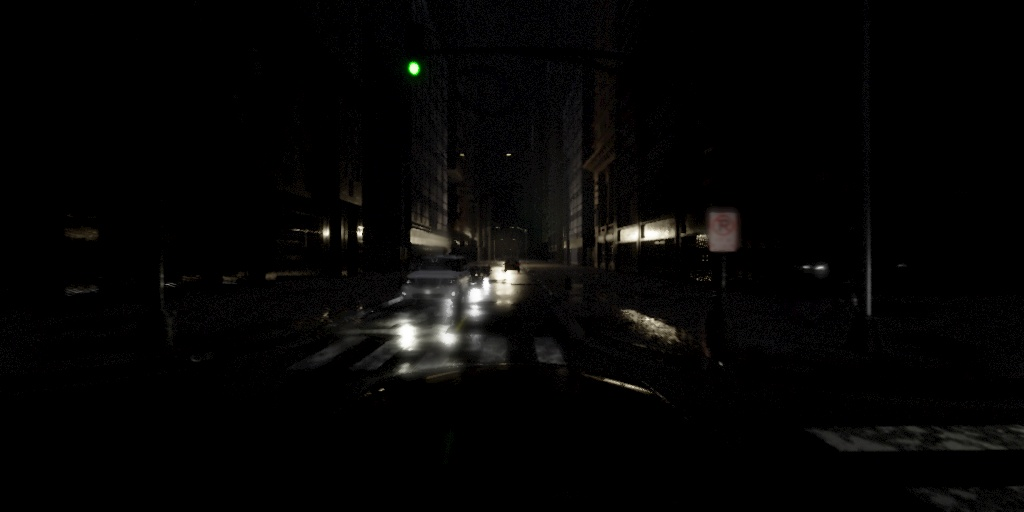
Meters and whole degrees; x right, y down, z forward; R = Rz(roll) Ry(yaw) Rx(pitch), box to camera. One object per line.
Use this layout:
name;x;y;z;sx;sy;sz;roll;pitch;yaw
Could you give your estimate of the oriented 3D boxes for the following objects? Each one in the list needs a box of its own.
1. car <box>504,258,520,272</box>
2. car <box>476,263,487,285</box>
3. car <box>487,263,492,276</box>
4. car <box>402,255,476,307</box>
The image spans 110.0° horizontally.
car;0.004;1.221;44.725;1.882;1.535;5.008;0;0;0
car;-3.089;1.342;25.967;1.895;1.301;4.718;0;0;0
car;-3.087;1.341;36.120;1.895;1.301;4.718;0;0;0
car;-3.086;0.965;15.900;2.150;2.045;5.566;0;0;0
